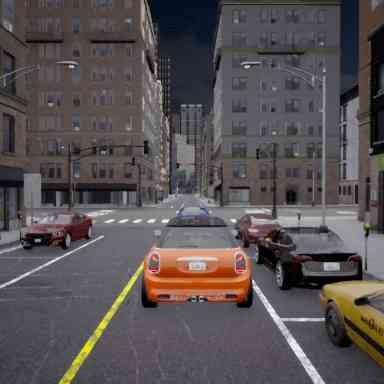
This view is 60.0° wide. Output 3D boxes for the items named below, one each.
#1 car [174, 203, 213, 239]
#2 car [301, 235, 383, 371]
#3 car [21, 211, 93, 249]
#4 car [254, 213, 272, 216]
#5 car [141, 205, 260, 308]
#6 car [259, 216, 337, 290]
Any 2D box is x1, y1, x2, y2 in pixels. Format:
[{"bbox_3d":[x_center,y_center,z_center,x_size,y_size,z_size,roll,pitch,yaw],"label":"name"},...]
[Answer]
[{"bbox_3d":[0.099,1.473,18.385,1.882,1.535,5.008,0,0,1],"label":"car"},{"bbox_3d":[2.866,1.524,3.484,1.752,1.417,4.829,-1,0,0],"label":"car"},{"bbox_3d":[-5.679,1.541,14.483,1.887,1.381,4.507,-1,0,0],"label":"car"},{"bbox_3d":[2.866,1.578,14.486,1.802,1.307,4.206,-1,0,0],"label":"car"},{"bbox_3d":[0.097,1.350,8.097,2.097,1.767,4.553,0,0,0],"label":"car"},{"bbox_3d":[2.866,1.564,8.900,1.947,1.339,4.313,-1,0,0],"label":"car"}]
